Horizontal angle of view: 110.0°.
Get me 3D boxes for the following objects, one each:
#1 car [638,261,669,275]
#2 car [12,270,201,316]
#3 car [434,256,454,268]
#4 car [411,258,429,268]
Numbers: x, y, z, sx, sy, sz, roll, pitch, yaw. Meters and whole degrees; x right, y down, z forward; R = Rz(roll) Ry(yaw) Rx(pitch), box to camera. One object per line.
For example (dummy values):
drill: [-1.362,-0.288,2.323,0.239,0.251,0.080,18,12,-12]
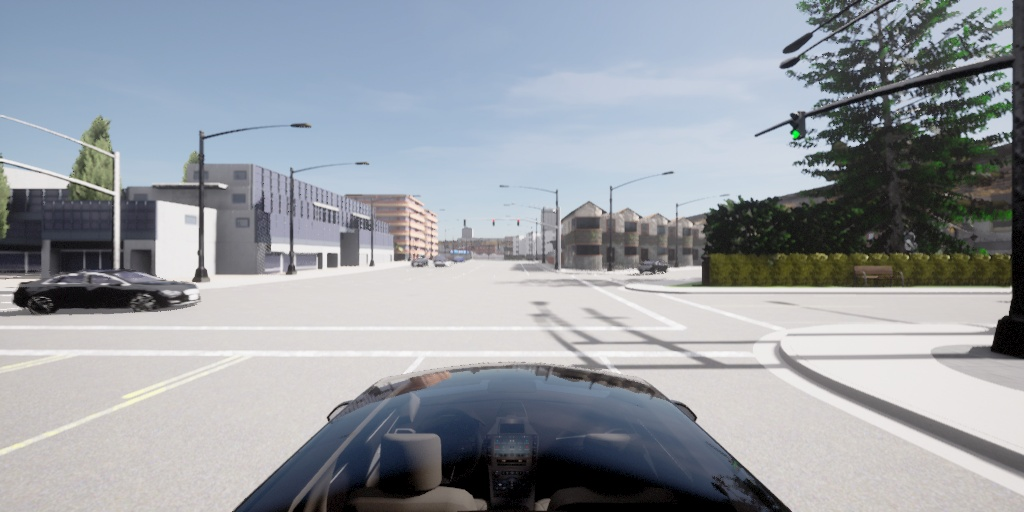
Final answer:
car: [15.975,1.294,40.356,4.902,1.511,2.128,0,0,-45]
car: [-14.249,1.258,12.873,4.902,1.511,2.128,0,1,-11]
car: [-10.573,1.131,54.838,1.895,1.301,4.718,0,1,0]
car: [-14.071,1.020,54.818,2.128,1.511,4.902,0,1,0]
